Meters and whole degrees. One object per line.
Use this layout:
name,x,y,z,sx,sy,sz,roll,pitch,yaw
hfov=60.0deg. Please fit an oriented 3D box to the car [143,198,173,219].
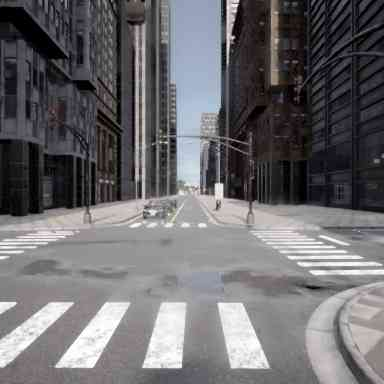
car,-3.164,1.501,29.401,2.128,1.511,4.902,0,0,0

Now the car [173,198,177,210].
car,-3.180,1.578,38.534,1.994,1.385,4.181,0,0,0
